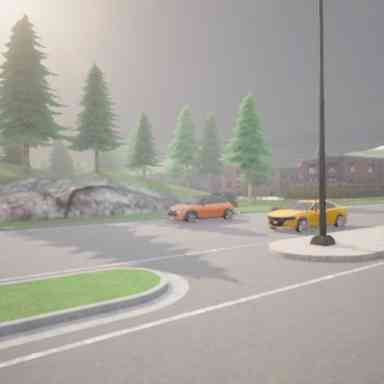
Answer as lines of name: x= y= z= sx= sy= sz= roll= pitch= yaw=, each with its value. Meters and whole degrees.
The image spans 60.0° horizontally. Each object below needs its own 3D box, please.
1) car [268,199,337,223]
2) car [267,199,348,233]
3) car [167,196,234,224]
car: x=7.616 y=1.204 z=22.742 sx=4.718 sy=1.301 sz=1.895 roll=-1 pitch=1 yaw=-33
car: x=6.154 y=1.167 z=17.601 sx=5.008 sy=1.535 sz=1.882 roll=-1 pitch=1 yaw=-33
car: x=0.577 y=1.062 z=22.316 sx=4.553 sy=1.767 sz=2.097 roll=-1 pitch=1 yaw=-33
